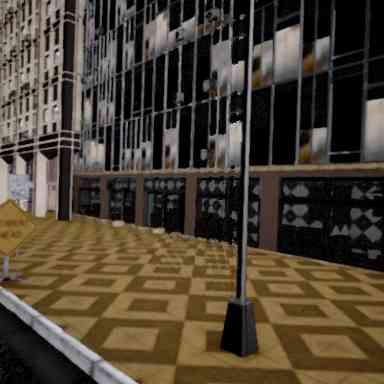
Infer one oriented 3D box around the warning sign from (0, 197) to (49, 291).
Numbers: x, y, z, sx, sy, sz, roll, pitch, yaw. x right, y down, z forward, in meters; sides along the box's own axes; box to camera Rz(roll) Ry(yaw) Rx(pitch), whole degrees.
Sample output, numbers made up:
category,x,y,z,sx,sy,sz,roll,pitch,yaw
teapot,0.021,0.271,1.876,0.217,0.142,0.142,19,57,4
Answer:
category,x,y,z,sx,sy,sz,roll,pitch,yaw
warning sign,-4.044,1.068,7.297,1.300,1.860,1.060,3,0,-45
